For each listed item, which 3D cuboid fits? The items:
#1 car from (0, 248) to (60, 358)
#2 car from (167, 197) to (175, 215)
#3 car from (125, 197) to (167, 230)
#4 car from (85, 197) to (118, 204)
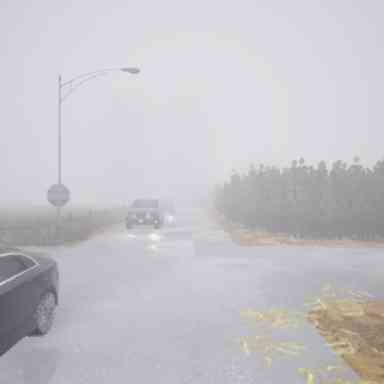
[{"bbox_3d":[-3.207,1.504,3.889,2.128,1.511,4.902,0,0,0],"label":"car"},{"bbox_3d":[-3.232,1.638,40.185,2.150,2.045,5.566,0,-1,0],"label":"car"},{"bbox_3d":[-3.214,1.484,23.524,2.150,2.045,5.566,0,-1,0],"label":"car"},{"bbox_3d":[-16.310,2.066,61.551,5.357,1.411,2.033,0,0,0],"label":"car"}]
